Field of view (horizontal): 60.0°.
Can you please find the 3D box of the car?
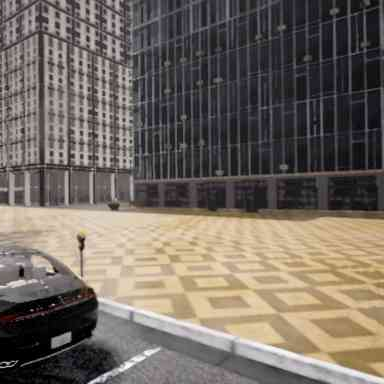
[{"bbox_3d":[-3.342,1.541,5.273,4.403,1.369,2.008,0,-1,36],"label":"car"}]
